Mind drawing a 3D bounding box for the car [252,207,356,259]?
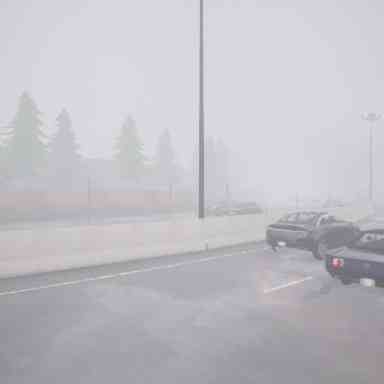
[{"bbox_3d":[4.742,1.492,12.652,4.902,1.511,2.128,0,0,-43],"label":"car"}]

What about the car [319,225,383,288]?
[{"bbox_3d":[5.356,1.601,8.432,4.718,1.301,1.895,0,0,-41],"label":"car"}]

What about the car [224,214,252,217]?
[{"bbox_3d":[3.993,1.502,27.137,1.837,1.490,4.892,1,1,41],"label":"car"}]

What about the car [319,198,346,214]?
[{"bbox_3d":[15.760,1.491,37.194,2.128,1.511,4.902,0,0,32],"label":"car"}]
